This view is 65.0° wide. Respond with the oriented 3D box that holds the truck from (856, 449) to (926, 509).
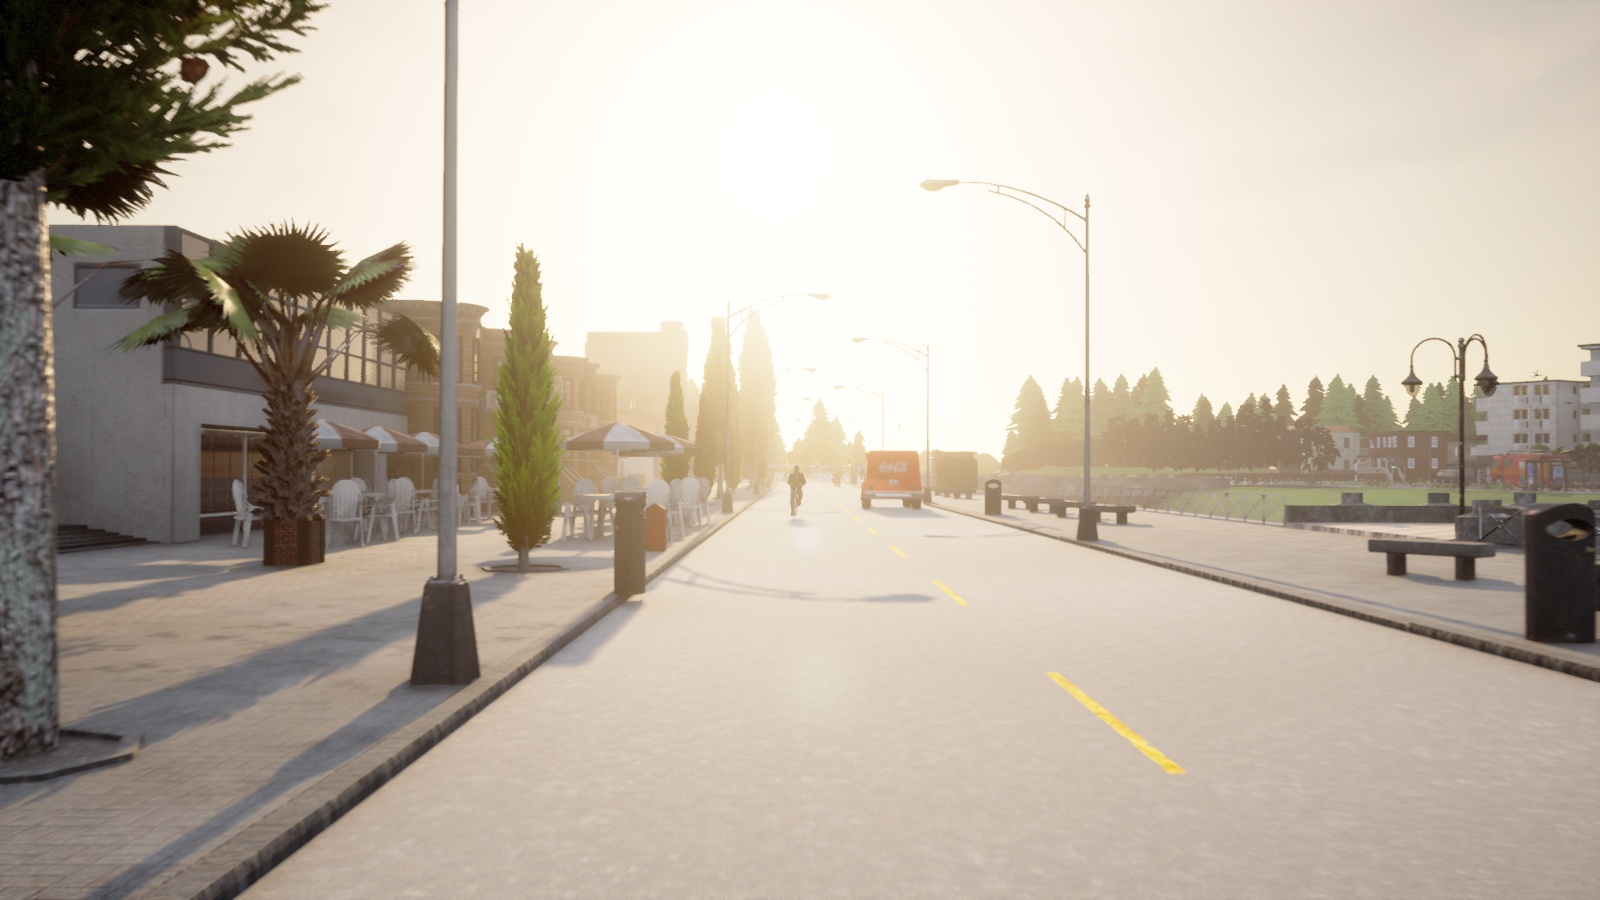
[{"bbox_3d":[3.856,1.224,54.424,2.627,2.467,5.204,0,-1,0],"label":"truck"}]
